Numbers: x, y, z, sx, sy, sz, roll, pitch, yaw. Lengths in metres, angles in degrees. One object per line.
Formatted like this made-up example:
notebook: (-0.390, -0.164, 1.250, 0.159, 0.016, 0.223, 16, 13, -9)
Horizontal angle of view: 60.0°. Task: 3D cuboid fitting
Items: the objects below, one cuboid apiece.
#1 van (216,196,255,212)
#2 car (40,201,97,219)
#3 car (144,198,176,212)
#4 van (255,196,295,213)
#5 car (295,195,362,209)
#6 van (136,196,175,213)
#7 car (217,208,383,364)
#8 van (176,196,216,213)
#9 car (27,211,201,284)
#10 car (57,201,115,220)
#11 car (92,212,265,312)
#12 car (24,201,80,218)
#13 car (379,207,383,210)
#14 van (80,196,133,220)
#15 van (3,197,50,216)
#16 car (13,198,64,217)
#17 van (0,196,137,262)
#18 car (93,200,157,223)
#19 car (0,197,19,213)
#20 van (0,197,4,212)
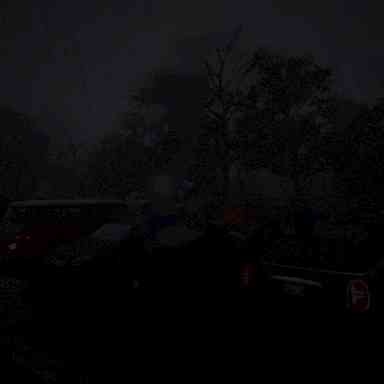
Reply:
van: (3.682, 1.243, 21.821, 1.878, 1.987, 4.442, 0, 0, 36)
car: (-12.140, 1.671, 32.997, 2.097, 1.535, 5.008, -1, -1, 36)
car: (-0.872, 1.482, 24.944, 2.097, 1.535, 5.008, -1, -1, 36)
van: (5.833, 1.250, 20.282, 1.878, 1.987, 4.442, 0, 0, 36)
car: (8.002, 1.231, 18.551, 2.435, 2.045, 5.566, 0, 0, 36)
van: (-3.198, 1.295, 26.459, 1.878, 1.987, 4.442, -1, -1, 36)
car: (2.638, 1.364, 6.302, 2.185, 1.767, 4.553, 0, 0, 36)
van: (1.186, 1.236, 23.322, 1.878, 1.987, 4.442, 0, 0, 36)
car: (-1.857, 1.516, 9.561, 2.002, 1.452, 4.674, 0, 0, 36)
car: (-9.888, 1.635, 31.384, 2.231, 1.521, 4.892, -1, -1, 36)
car: (0.395, 1.483, 7.939, 2.097, 1.535, 5.008, 0, 0, 36)
car: (-14.494, 1.711, 34.682, 2.097, 1.535, 5.008, -1, -1, 36)
car: (10.368, 1.489, 16.885, 2.097, 1.535, 5.008, 0, 0, 36)
van: (-7.566, 1.370, 29.873, 1.878, 1.987, 4.442, -1, -1, 36)
van: (-18.829, 1.559, 37.934, 1.878, 1.987, 4.442, -1, -1, 36)
car: (-16.662, 1.622, 36.201, 2.185, 1.767, 4.553, -1, -1, 36)
van: (-4.184, 1.244, 11.080, 1.878, 1.987, 4.442, 0, 0, 36)
car: (-5.486, 1.555, 28.013, 1.946, 1.575, 5.366, -1, -1, 36)
car: (-25.635, 1.655, 42.697, 2.435, 2.045, 5.566, -1, -1, 36)
van: (-27.934, 1.737, 44.453, 1.878, 1.987, 4.442, -1, -1, 36)
